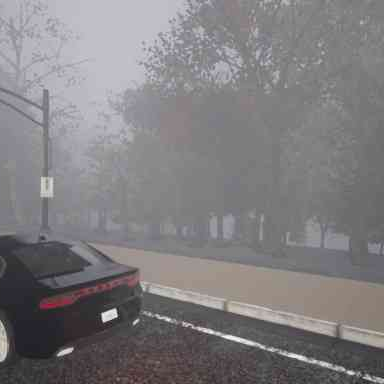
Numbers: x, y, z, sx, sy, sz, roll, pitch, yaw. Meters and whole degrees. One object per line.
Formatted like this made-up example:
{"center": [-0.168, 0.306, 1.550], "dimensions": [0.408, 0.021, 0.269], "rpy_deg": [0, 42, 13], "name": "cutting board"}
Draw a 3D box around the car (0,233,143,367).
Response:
{"center": [-3.076, 1.477, 5.871], "dimensions": [5.008, 1.535, 1.882], "rpy_deg": [0, 0, 37], "name": "car"}
